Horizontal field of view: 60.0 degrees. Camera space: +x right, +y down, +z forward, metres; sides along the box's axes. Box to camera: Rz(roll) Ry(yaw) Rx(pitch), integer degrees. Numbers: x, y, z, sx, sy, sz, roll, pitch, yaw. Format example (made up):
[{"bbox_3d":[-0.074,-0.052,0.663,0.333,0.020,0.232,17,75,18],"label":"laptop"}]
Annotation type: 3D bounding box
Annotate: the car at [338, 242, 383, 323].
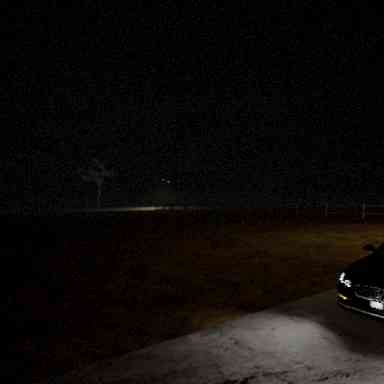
[{"bbox_3d":[4.799,1.456,6.483,4.892,1.490,1.837,-1,0,-35],"label":"car"}]
